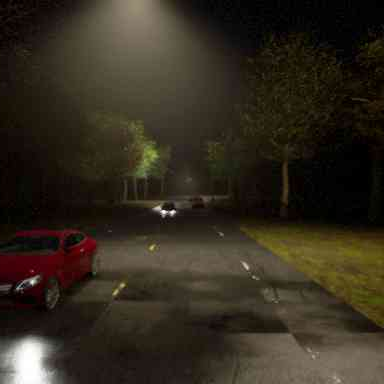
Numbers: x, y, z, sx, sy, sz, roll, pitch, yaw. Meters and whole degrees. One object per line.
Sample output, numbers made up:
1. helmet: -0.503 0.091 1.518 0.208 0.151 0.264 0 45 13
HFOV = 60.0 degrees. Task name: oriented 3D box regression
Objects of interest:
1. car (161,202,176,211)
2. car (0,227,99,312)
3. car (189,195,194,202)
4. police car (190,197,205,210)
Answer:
1. car: -3.581 2.161 51.135 1.994 1.385 4.181 0 0 0
2. car: -3.614 1.629 8.055 1.812 1.442 4.674 0 -1 0
3. car: 1.034 1.866 62.907 2.150 2.045 5.566 0 0 0
4. police car: 1.036 2.033 52.989 1.930 1.638 5.238 0 0 0
